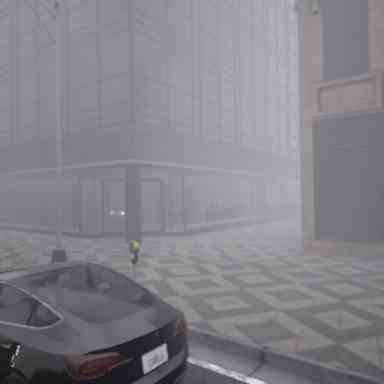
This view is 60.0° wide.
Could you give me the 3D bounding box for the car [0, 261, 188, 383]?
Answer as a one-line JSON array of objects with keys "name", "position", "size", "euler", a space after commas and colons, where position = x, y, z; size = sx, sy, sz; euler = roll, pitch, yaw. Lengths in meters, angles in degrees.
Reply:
[{"name": "car", "position": [-2.034, 1.601, 4.309], "size": [4.313, 1.339, 1.947], "euler": [-1, -1, 36]}]
